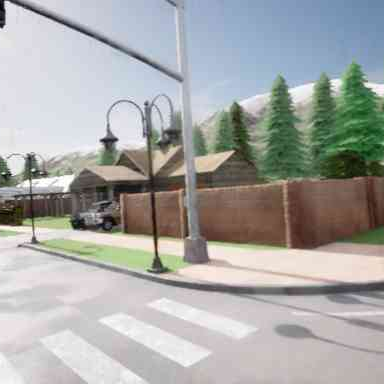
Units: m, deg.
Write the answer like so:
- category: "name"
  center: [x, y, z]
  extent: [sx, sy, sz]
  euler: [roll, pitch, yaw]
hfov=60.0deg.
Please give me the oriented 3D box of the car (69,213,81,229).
- category: "car"
  center: [-6.796, 1.648, 24.214]
  extent: [3.866, 1.878, 1.905]
  euler: [-4, 0, -42]

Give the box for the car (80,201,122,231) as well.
- category: "car"
  center: [-4.818, 1.513, 22.621]
  extent: [4.605, 1.855, 1.932]
  euler: [-4, 0, -42]
